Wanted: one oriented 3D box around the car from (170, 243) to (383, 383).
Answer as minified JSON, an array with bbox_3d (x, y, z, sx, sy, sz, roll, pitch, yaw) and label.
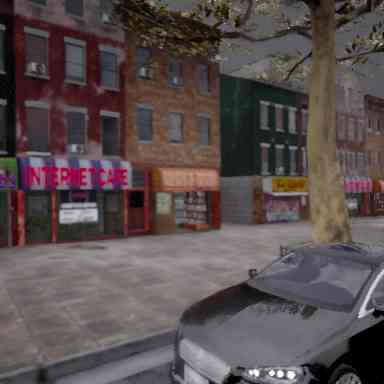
[{"bbox_3d":[2.033,1.518,4.520,4.902,1.511,2.128,1,0,-36],"label":"car"}]
